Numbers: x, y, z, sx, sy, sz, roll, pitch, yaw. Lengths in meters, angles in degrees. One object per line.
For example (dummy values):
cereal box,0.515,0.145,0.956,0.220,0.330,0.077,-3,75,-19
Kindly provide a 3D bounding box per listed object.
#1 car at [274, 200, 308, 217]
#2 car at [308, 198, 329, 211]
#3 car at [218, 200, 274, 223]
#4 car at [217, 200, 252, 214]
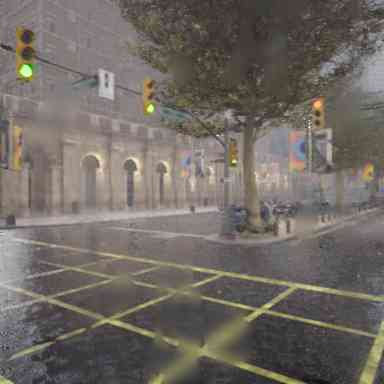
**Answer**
car,9.306,1.511,32.067,1.837,1.490,4.892,0,0,36
car,15.131,1.510,40.104,1.837,1.490,4.892,0,0,36
car,4.011,1.358,24.753,2.097,1.767,4.553,0,0,36
car,4.825,1.605,37.222,1.895,1.301,4.718,0,0,36
